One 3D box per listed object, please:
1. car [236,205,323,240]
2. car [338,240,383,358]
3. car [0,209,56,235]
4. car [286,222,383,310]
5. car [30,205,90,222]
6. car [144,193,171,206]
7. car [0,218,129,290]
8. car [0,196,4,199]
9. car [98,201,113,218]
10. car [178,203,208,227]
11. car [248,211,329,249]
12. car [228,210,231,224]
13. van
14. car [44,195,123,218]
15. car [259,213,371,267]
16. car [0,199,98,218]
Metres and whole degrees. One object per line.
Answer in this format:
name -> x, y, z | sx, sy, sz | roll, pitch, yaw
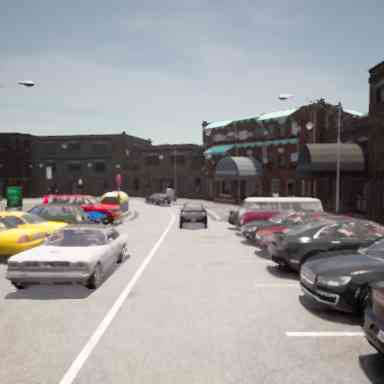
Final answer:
car -> 4.665, 1.524, 14.929 | 4.892, 1.521, 2.231 | 0, 0, 0
car -> 4.646, 1.491, 3.758 | 5.008, 1.535, 2.097 | 0, 0, 0
car -> -7.858, 1.510, 11.413 | 5.366, 1.575, 1.946 | 0, 0, 0
car -> 4.660, 1.500, 6.550 | 4.892, 1.521, 2.231 | 0, 0, 0
car -> -7.486, 1.518, 14.352 | 5.366, 1.575, 1.946 | 0, 0, 0
car -> -4.234, 0.811, 40.583 | 1.812, 1.442, 4.674 | -2, 4, -32
car -> -3.094, 1.628, 9.274 | 1.895, 1.301, 4.718 | 0, 0, 0
car -> -30.308, 0.836, 49.360 | 4.553, 1.767, 2.097 | -1, 3, 13
car -> -7.673, 1.511, 20.125 | 5.008, 1.535, 2.097 | 0, 0, 0
car -> 0.074, 1.483, 23.058 | 2.128, 1.511, 4.902 | 0, 1, -1
car -> 4.659, 1.555, 12.139 | 4.674, 1.452, 2.002 | 0, 0, 0
car -> 4.656, 1.507, 20.532 | 4.892, 1.521, 2.231 | 0, 1, 0
van -> 4.544, 1.300, 17.723 | 4.442, 1.987, 1.878 | 0, 0, 0
car -> -7.638, 1.220, 23.067 | 5.566, 2.045, 2.435 | 0, 1, 0
car -> 4.649, 1.509, 9.469 | 4.892, 1.521, 2.231 | 0, 0, 0
car -> -7.639, 1.400, 17.295 | 4.553, 1.767, 2.185 | 0, 0, 0
